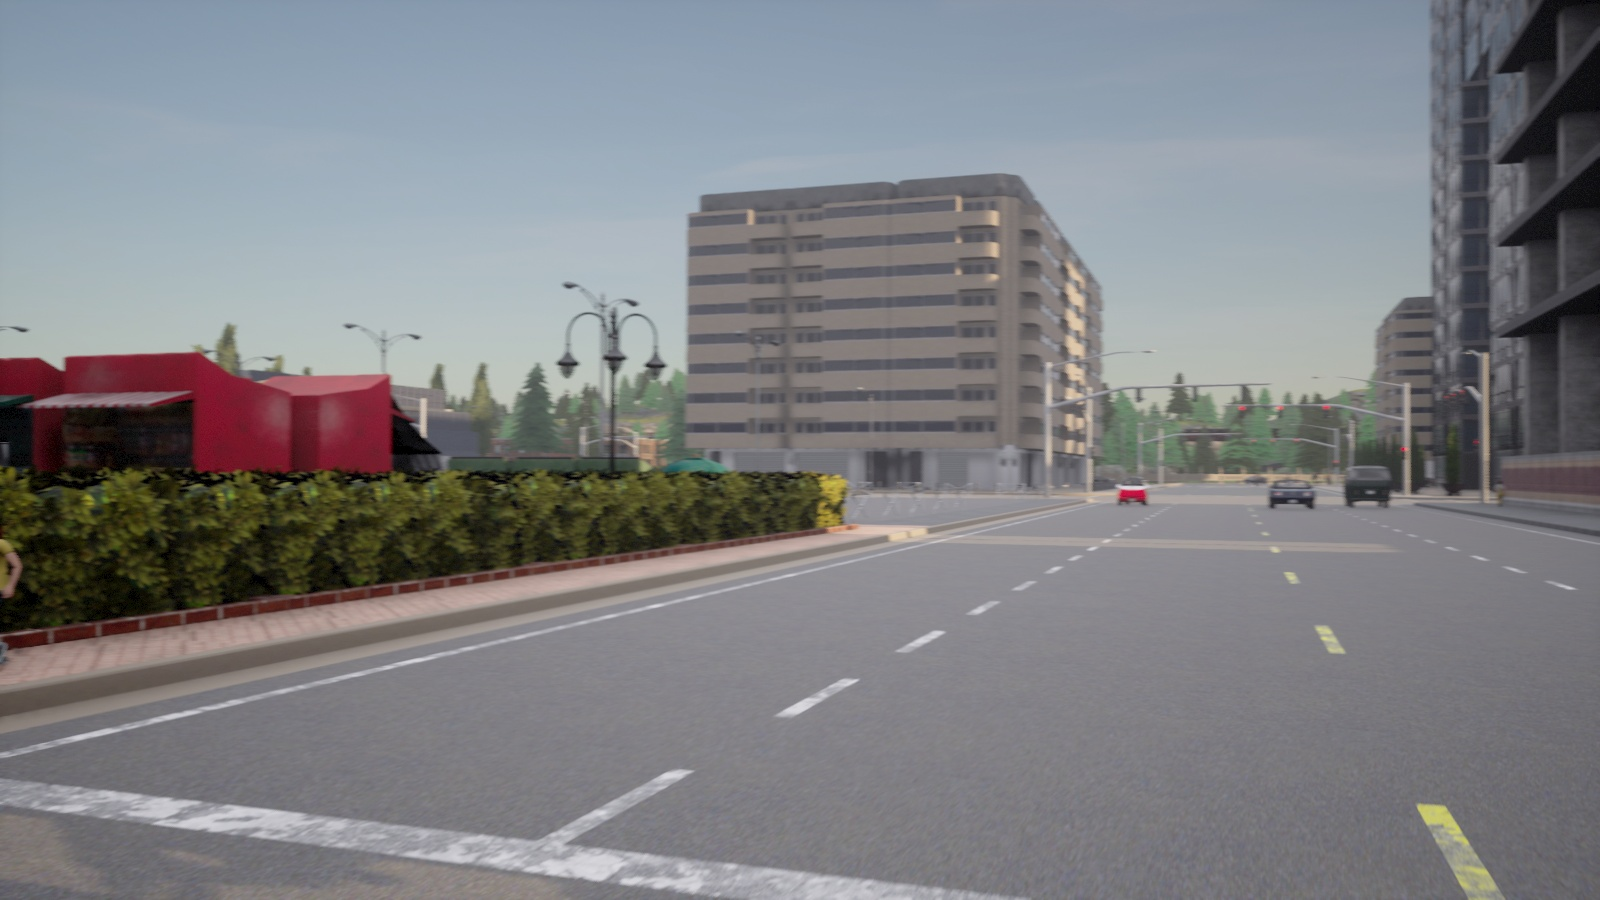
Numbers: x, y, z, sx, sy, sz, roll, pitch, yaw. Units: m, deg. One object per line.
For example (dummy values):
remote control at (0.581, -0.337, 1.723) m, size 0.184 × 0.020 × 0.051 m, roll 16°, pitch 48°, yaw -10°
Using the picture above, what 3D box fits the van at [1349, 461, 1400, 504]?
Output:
van at (27.187, 1.520, 59.488) m, size 1.775 × 1.987 × 4.442 m, roll 0°, pitch -1°, yaw 19°

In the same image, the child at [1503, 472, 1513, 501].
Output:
child at (31.683, 1.638, 56.183) m, size 0.270 × 1.263 × 0.437 m, roll 0°, pitch -1°, yaw 18°

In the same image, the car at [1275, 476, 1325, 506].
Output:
car at (22.529, 1.829, 56.750) m, size 1.895 × 1.301 × 4.718 m, roll 0°, pitch -1°, yaw 19°

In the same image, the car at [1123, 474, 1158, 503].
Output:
car at (16.435, 1.864, 60.534) m, size 1.481 × 1.376 × 2.207 m, roll 0°, pitch -1°, yaw 19°

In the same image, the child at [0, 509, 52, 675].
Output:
child at (-5.482, 0.974, 8.737) m, size 0.255 × 1.110 × 0.394 m, roll -1°, pitch -1°, yaw 23°
